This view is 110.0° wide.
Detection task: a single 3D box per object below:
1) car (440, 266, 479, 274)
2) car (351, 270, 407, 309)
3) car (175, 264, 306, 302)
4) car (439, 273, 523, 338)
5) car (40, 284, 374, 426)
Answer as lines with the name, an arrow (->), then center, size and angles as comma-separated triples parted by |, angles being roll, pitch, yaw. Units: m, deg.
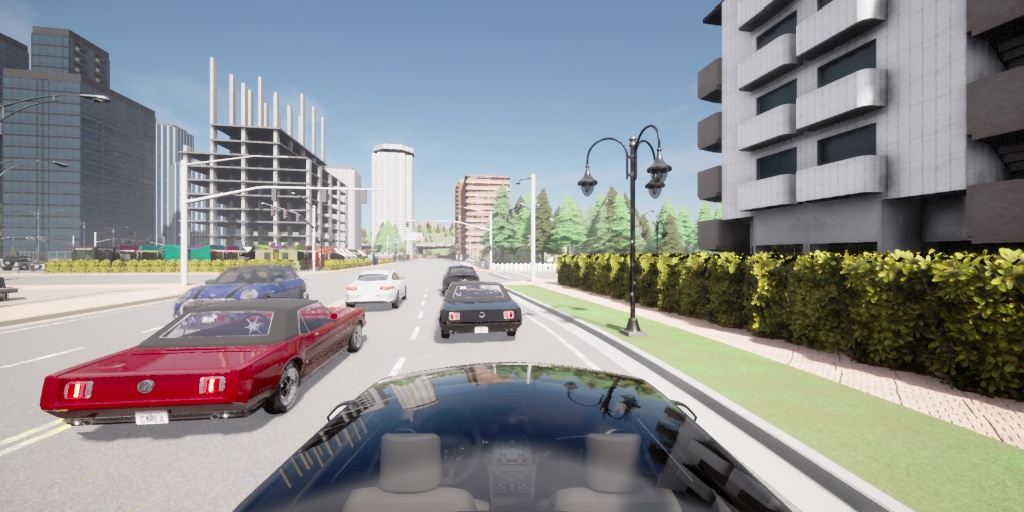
car -> -2.788, 1.255, 19.248 | 1.837, 1.490, 4.892 | 0, 0, -12
car -> -5.447, 1.276, 14.730 | 1.812, 1.442, 4.674 | 0, 0, -11
car -> -8.492, 1.102, 11.715 | 2.097, 1.767, 4.553 | 0, 0, -11
car -> -1.038, 1.351, 10.157 | 1.895, 1.301, 4.718 | 0, 0, -9
car -> -3.909, 1.351, 5.846 | 1.895, 1.301, 4.718 | 0, 0, -7
